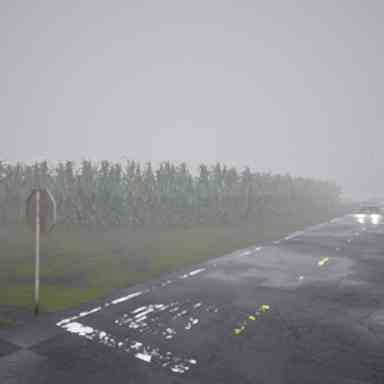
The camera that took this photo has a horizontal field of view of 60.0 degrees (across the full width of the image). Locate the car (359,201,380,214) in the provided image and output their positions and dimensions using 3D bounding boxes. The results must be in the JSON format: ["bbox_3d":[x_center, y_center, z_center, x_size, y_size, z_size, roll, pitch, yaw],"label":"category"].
[{"bbox_3d":[20.695,1.760,38.687,1.895,1.301,4.718,0,0,33],"label":"car"}]
